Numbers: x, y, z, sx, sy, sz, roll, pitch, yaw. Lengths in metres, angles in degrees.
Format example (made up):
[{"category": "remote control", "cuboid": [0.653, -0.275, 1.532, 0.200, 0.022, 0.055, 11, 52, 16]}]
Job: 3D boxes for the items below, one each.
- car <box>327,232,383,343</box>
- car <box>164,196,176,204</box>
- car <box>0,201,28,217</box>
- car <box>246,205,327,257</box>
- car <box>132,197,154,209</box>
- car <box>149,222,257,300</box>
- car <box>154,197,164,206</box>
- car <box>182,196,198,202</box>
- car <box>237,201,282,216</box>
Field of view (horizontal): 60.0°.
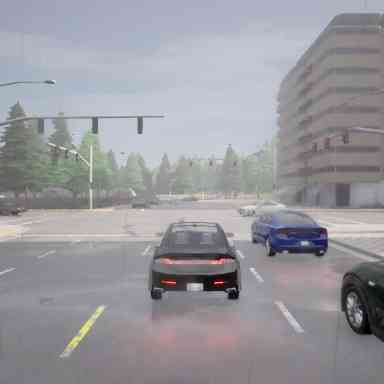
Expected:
[{"category": "car", "cuboid": [3.601, 1.352, 3.883, 2.097, 1.767, 4.553, 0, 0, 0]}, {"category": "car", "cuboid": [-4.506, 1.525, 65.455, 1.812, 1.442, 4.674, 0, 0, 18]}, {"category": "car", "cuboid": [-18.749, 1.603, 31.910, 5.357, 1.411, 2.033, 0, 0, 0]}, {"category": "car", "cuboid": [3.588, 1.478, 13.034, 1.882, 1.535, 5.008, 0, 0, 0]}, {"category": "car", "cuboid": [-7.021, 1.547, 46.592, 2.033, 1.411, 5.357, 0, 0, 1]}, {"category": "car", "cuboid": [0.068, 1.491, 8.389, 2.128, 1.511, 4.902, 0, 0, 0]}, {"category": "car", "cuboid": [-6.445, 1.563, 55.963, 1.994, 1.385, 4.181, 0, 0, 5]}, {"category": "car", "cuboid": [-0.360, 1.524, 74.592, 1.812, 1.442, 4.674, 0, 0, 31]}, {"category": "car", "cuboid": [6.481, 1.536, 30.489, 4.674, 1.442, 1.812, 0, 0, -16]}]
